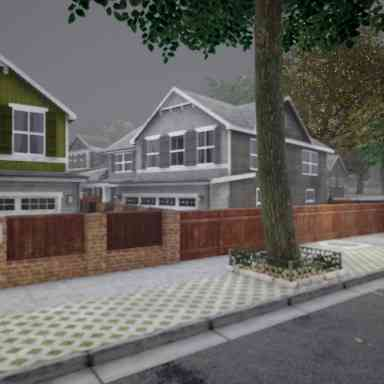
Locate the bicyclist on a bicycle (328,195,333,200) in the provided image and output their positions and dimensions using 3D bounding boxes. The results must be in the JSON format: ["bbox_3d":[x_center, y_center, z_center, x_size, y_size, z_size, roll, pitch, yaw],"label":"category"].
[{"bbox_3d":[16.084,1.213,38.562,0.582,1.620,1.656,1,1,43],"label":"bicyclist on a bicycle"}]
